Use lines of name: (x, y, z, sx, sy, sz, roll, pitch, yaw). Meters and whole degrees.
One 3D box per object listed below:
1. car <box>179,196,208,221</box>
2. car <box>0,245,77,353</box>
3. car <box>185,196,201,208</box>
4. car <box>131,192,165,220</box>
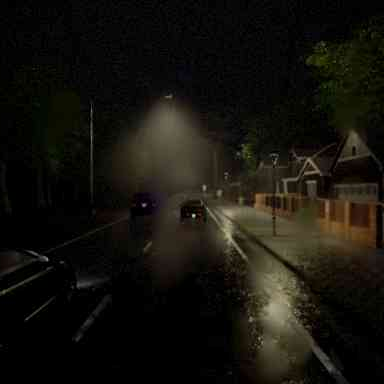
car: (0.113, 1.308, 24.812, 1.837, 1.490, 4.892, 0, 1, 0)
car: (-3.395, 1.523, 5.274, 1.994, 1.385, 4.181, 0, 0, 0)
car: (0.122, 1.205, 41.643, 1.994, 1.385, 4.181, 0, 1, 0)
car: (-3.384, 1.012, 26.179, 2.150, 2.045, 5.566, 0, 1, 0)
